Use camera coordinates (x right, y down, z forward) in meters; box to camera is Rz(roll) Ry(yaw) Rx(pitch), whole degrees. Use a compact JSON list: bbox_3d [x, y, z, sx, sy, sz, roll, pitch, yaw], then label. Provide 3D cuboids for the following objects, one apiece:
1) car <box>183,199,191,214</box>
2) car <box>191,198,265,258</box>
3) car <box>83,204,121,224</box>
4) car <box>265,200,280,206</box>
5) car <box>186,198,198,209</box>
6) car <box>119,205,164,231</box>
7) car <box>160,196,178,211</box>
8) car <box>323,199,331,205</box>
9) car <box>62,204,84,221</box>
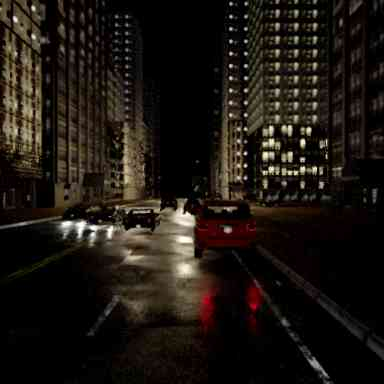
[{"bbox_3d":[0.061,1.604,38.747,2.097,1.767,4.553,0,0,0],"label":"car"},{"bbox_3d":[1.137,1.311,13.203,2.150,2.045,5.566,0,0,0],"label":"car"},{"bbox_3d":[-6.597,1.721,26.532,2.033,1.411,5.357,0,0,0],"label":"car"},{"bbox_3d":[15.913,2.275,68.668,4.403,1.369,2.008,1,0,-1],"label":"car"},{"bbox_3d":[0.020,1.829,53.881,1.882,1.535,5.008,0,0,1],"label":"car"},{"bbox_3d":[-3.154,1.743,21.775,1.895,1.301,4.718,0,0,0],"label":"car"},{"bbox_3d":[-3.156,1.525,46.566,2.150,2.045,5.566,0,0,0],"label":"car"},{"bbox_3d":[32.741,2.251,77.389,4.097,1.590,1.967,1,0,-1],"label":"car"},{"bbox_3d":[-9.840,1.756,29.352,1.994,1.385,4.181,0,0,0],"label":"car"}]
